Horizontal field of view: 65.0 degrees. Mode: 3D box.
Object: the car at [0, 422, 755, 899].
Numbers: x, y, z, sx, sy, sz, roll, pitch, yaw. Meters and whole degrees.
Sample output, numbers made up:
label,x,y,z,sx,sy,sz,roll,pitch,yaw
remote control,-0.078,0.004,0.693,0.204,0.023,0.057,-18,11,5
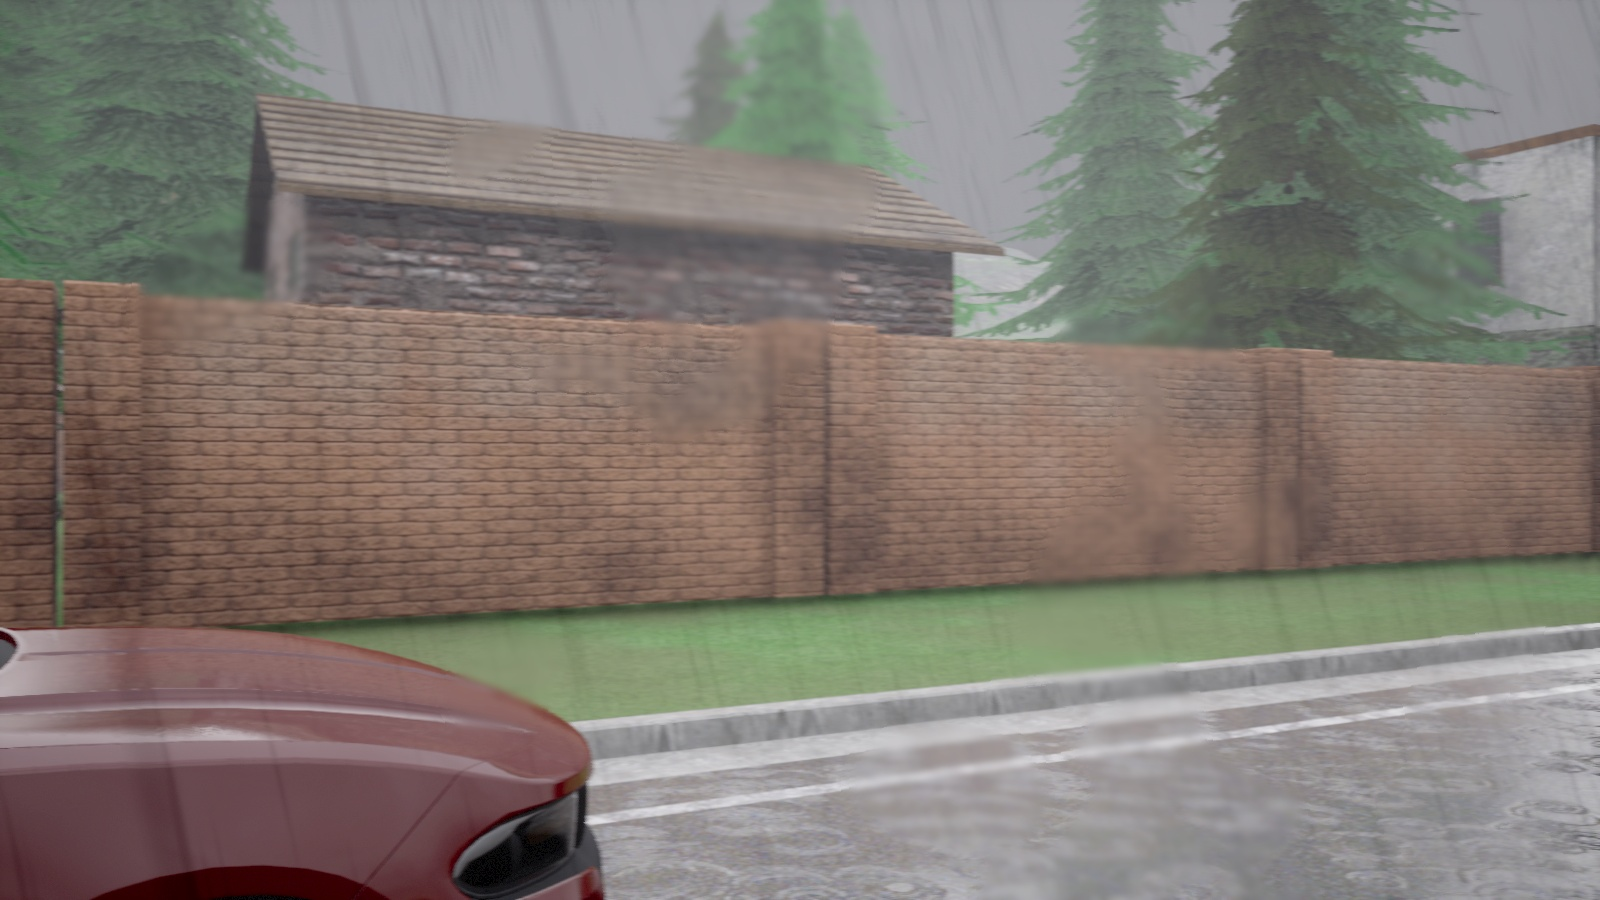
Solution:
label,x,y,z,sx,sy,sz,roll,pitch,yaw
car,-2.747,0.728,2.141,5.008,1.535,1.882,0,0,-27
